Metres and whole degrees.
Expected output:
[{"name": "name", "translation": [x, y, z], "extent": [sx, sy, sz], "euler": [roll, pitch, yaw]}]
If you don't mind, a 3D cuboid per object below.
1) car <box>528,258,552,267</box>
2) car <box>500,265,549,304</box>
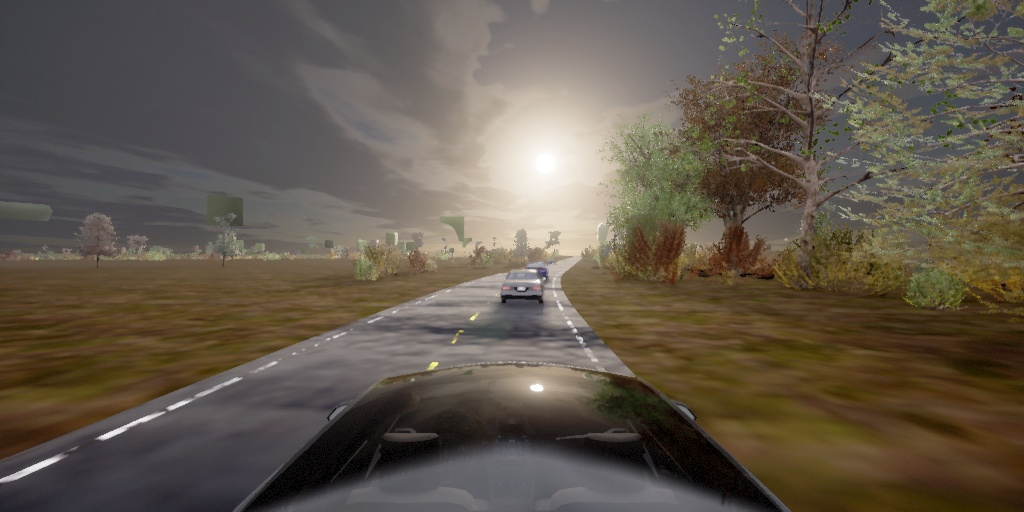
[{"name": "car", "translation": [2.187, 1.219, 31.150], "extent": [1.882, 1.535, 5.008], "euler": [0, 0, 8]}, {"name": "car", "translation": [0.546, 1.309, 16.354], "extent": [2.033, 1.411, 5.357], "euler": [0, 0, 4]}]
